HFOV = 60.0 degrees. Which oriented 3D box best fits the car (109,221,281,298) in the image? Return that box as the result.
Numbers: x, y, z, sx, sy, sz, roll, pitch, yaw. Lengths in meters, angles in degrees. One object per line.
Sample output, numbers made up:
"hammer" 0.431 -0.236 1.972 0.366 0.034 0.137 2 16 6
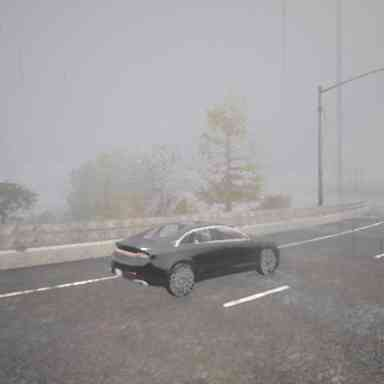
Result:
"car" 0.323 1.510 8.663 4.902 1.511 2.128 0 0 -38
